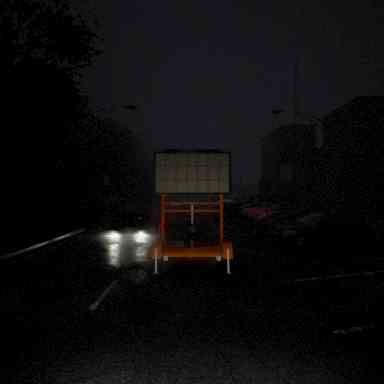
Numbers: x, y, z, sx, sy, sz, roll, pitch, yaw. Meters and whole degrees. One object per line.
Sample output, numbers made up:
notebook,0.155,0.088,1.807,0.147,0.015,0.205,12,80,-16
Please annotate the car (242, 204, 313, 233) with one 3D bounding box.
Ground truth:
car,5.304,1.518,16.792,4.792,1.488,2.163,1,0,-20

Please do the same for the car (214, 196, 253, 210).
car,5.425,1.414,43.819,4.553,1.767,2.185,1,0,-20

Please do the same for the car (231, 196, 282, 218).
car,5.388,1.369,22.813,4.553,1.767,2.185,1,0,-20

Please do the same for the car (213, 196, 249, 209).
car,5.439,1.424,46.820,4.553,1.767,2.185,1,0,-20

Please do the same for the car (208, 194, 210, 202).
car,5.528,1.447,52.837,4.553,1.767,2.185,1,0,-20

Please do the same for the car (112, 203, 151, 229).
car,-3.849,1.485,21.852,1.882,1.535,5.008,0,0,0

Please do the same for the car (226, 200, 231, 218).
car,5.365,1.538,25.810,4.674,1.452,2.002,1,0,-20

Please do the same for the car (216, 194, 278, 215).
car,5.373,1.252,28.788,5.566,2.045,2.435,1,0,-20

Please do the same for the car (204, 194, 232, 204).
car,5.549,1.391,70.877,5.566,2.045,2.435,1,0,-20

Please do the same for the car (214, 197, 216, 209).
car,5.223,1.503,31.746,5.366,1.575,1.946,1,0,-20

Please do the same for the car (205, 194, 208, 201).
car,5.347,1.613,64.784,5.366,1.575,1.946,1,0,-20

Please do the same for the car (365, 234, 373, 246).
car,5.314,1.487,4.800,4.892,1.521,2.231,1,0,-20

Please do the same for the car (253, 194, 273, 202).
car,18.548,1.463,86.843,2.435,2.045,5.566,0,0,-21

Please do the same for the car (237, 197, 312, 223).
car,5.375,1.366,19.812,4.553,1.767,2.185,1,0,-20

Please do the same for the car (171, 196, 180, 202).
car,-3.784,1.675,77.564,2.128,1.511,4.902,0,0,1

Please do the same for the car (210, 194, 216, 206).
car,5.405,1.271,37.805,5.566,2.045,2.435,1,0,-20

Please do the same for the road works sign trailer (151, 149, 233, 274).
road works sign trailer,0.009,0.465,10.529,2.380,3.560,2.880,0,0,0

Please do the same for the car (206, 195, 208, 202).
car,5.497,1.583,55.839,5.008,1.535,2.097,1,-1,-20

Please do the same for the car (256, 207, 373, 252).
car,5.325,1.528,13.800,4.674,1.452,2.002,1,0,-20

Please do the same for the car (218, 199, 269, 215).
car,5.384,1.545,34.803,4.792,1.488,2.163,1,0,-20
